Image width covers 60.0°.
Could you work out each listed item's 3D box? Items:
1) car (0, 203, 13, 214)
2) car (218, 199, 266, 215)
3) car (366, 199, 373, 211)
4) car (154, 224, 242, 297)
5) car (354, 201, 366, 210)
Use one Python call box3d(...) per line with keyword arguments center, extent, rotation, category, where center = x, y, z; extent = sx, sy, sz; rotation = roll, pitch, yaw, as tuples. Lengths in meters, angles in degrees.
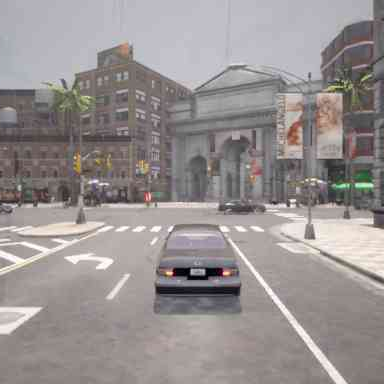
box3d(center=(-20.051, 1.523, 33.045), extent=(4.674, 1.442, 1.812), rotation=(0, 0, 18), category="car")
box3d(center=(5.060, 1.502, 33.959), extent=(4.892, 1.490, 1.837), rotation=(0, 0, 1), category="car")
box3d(center=(22.705, 1.523, 37.467), extent=(4.674, 1.442, 1.812), rotation=(0, 0, 1), category="car")
box3d(center=(0.111, 1.547, 8.741), extent=(2.033, 1.411, 5.357), rotation=(0, 0, 0), category="car")
box3d(center=(22.279, 1.561, 40.966), extent=(4.181, 1.385, 1.994), rotation=(0, 0, 0), category="car")
